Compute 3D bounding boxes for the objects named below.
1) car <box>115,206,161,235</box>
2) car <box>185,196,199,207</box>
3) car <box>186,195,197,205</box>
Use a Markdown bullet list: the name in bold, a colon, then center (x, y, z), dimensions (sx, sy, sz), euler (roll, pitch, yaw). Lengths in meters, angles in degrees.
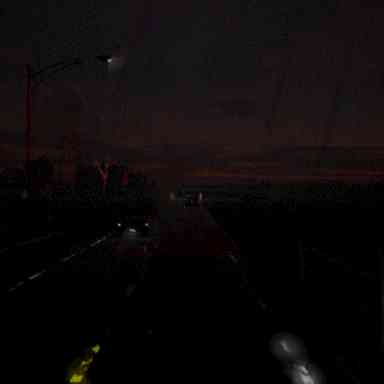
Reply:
- **car**: center (-2.814, 1.478, 18.514), dimensions (2.033, 1.411, 5.357), euler (0, 0, 0)
- **car**: center (-0.032, 1.388, 46.538), dimensions (2.033, 1.411, 5.357), euler (0, 0, 0)
- **car**: center (-0.038, 1.339, 56.965), dimensions (1.812, 1.442, 4.674), euler (0, 0, 0)
